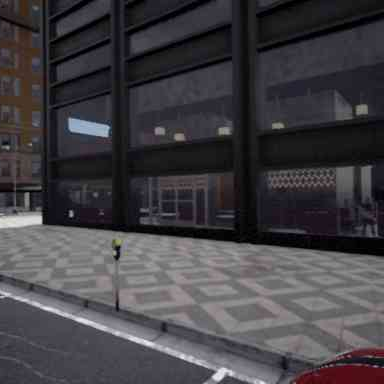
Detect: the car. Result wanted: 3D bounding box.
[{"bbox_3d":[2.173,1.434,1.306,4.097,1.590,1.967,0,-1,36],"label":"car"}]
